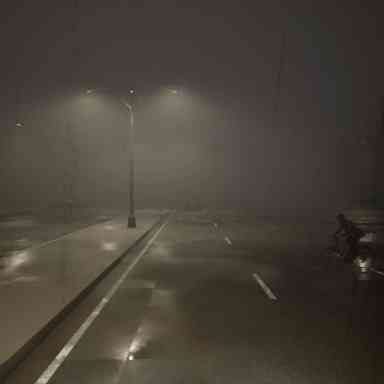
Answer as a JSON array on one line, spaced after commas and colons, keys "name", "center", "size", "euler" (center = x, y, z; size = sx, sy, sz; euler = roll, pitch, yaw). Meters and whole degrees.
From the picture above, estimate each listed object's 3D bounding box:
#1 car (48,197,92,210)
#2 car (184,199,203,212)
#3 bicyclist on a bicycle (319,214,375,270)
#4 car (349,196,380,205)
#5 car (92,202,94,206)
[{"name": "car", "center": [-15.820, 1.596, 42.770], "size": [4.718, 1.301, 1.895], "euler": [0, 0, 2]}, {"name": "car", "center": [0.222, 1.560, 39.493], "size": [1.994, 1.385, 4.181], "euler": [0, 0, 6]}, {"name": "bicyclist on a bicycle", "center": [4.453, 1.452, 9.556], "size": [1.656, 1.620, 0.582], "euler": [-1, 0, -2]}, {"name": "car", "center": [29.887, 1.488, 57.660], "size": [4.902, 1.511, 2.128], "euler": [0, 0, 0]}, {"name": "car", "center": [-16.176, 1.500, 46.304], "size": [4.892, 1.490, 1.837], "euler": [0, 0, 1]}]
